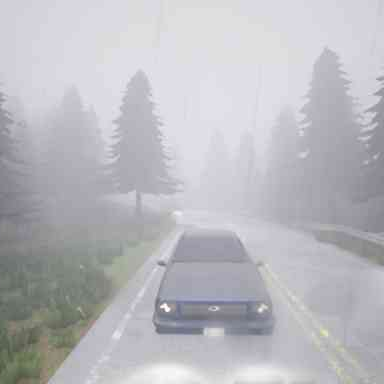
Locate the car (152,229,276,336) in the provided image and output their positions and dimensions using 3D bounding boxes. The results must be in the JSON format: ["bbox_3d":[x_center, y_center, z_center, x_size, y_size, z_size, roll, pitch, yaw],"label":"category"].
[{"bbox_3d":[0.389,1.565,7.283,2.033,1.411,5.357,0,0,2],"label":"car"}]

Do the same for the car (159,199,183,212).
[{"bbox_3d":[-2.545,1.551,39.535,1.994,1.385,4.181,2,0,-20],"label":"car"}]
